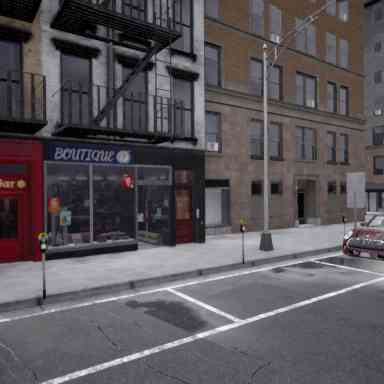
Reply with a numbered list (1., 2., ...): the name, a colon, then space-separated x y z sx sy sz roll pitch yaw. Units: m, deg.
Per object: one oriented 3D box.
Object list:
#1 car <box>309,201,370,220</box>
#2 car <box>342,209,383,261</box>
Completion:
1. car: 13.916 1.665 31.696 1.882 1.535 5.008 -1 0 -37
2. car: 7.036 1.442 11.586 4.097 1.590 1.967 0 -1 -36
